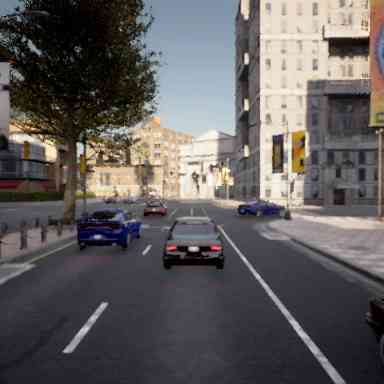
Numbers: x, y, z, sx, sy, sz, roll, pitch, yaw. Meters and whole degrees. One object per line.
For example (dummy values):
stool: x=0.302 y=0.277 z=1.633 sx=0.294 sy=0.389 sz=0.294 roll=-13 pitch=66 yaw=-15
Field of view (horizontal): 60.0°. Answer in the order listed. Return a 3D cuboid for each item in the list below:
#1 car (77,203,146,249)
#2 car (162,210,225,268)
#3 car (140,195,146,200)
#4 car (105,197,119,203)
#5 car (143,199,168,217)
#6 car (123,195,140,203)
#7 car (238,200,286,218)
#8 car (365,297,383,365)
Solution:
car: x=-3.424 y=1.484 z=14.581 sx=1.882 sy=1.535 sz=5.008 roll=0 pitch=0 yaw=0
car: x=0.062 y=1.552 z=11.303 sx=2.033 sy=1.411 sz=5.357 roll=0 pitch=0 yaw=0
car: x=-11.512 y=1.422 z=76.603 sx=1.895 sy=1.301 sz=4.718 roll=0 pitch=0 yaw=0
car: x=-15.016 y=1.588 z=62.731 sx=1.994 sy=1.385 sz=4.181 roll=0 pitch=0 yaw=0
car: x=-3.417 y=1.577 z=31.979 sx=1.994 sy=1.385 sz=4.181 roll=0 pitch=0 yaw=0
car: x=-11.534 y=1.551 z=61.901 sx=1.812 sy=1.442 sz=4.674 roll=0 pitch=0 yaw=1
car: x=6.528 y=1.490 z=30.607 sx=5.008 sy=1.535 sz=1.882 roll=0 pitch=-1 yaw=-33
car: x=3.249 y=1.596 z=2.338 sx=1.895 sy=1.301 sz=4.718 roll=0 pitch=0 yaw=0
